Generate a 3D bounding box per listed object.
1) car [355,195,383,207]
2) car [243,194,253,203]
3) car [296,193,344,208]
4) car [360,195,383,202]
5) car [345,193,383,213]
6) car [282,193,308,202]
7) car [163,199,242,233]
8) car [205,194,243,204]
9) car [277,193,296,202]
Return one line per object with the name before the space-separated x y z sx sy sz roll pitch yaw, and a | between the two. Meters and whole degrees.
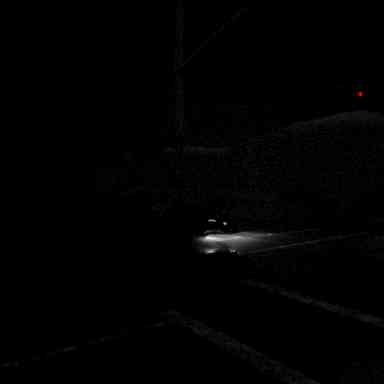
car | 26.288 1.262 47.888 2.007 1.523 4.514 0 0 -36
car | 8.131 1.125 57.084 2.152 1.636 5.027 0 0 -36
car | 15.780 1.071 41.161 1.932 1.855 4.605 0 0 -36
car | 37.679 1.333 69.648 1.970 1.475 3.806 0 0 -36
car | 17.730 1.053 32.860 1.905 1.878 3.866 0 0 -36
car | 20.608 1.057 66.623 1.932 1.855 4.605 0 0 -36
car | 0.208 1.305 18.303 1.837 1.490 4.892 0 0 -36
car | 4.287 1.276 45.202 2.007 1.523 4.514 0 0 -36
car | 18.495 1.039 64.585 1.905 1.878 3.866 0 0 -36
